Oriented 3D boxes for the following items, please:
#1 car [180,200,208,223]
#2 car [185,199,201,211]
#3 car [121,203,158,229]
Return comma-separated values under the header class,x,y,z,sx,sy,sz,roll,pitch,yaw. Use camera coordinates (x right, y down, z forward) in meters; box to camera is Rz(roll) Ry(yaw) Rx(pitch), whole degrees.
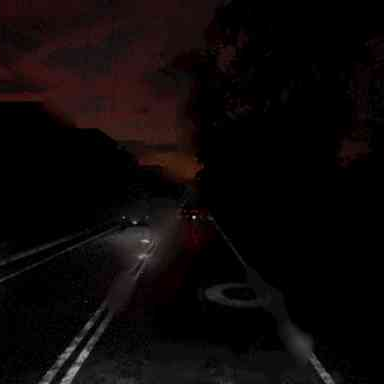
class,x,y,z,sx,sy,sz,roll,pitch,yaw
car,0.142,1.525,25.447,1.837,1.490,4.892,0,0,0
car,0.171,1.627,42.219,1.895,1.301,4.718,0,0,0
car,-3.312,1.511,21.718,2.128,1.511,4.902,0,0,0
